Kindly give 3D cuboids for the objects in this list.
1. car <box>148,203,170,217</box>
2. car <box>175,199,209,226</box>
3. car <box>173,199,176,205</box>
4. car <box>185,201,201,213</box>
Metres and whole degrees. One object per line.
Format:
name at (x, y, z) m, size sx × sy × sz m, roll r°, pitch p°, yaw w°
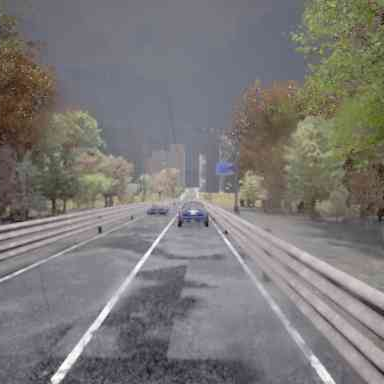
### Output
car at (-3.347, 1.826, 34.218) m, size 1.895 × 1.301 × 4.718 m, roll 0°, pitch -1°, yaw 0°
car at (0.092, 1.465, 24.487) m, size 2.097 × 1.767 × 4.553 m, roll 0°, pitch -1°, yaw 0°
car at (-3.267, 2.243, 75.122) m, size 1.812 × 1.442 × 4.674 m, roll 0°, pitch -1°, yaw 0°
car at (0.096, 1.921, 43.033) m, size 1.994 × 1.385 × 4.181 m, roll 0°, pitch -1°, yaw 0°
